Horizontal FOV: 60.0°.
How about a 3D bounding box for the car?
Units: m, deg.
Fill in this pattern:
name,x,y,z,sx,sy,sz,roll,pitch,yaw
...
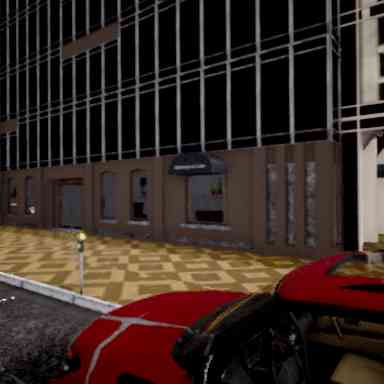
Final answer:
name,x,y,z,sx,sy,sz,roll,pitch,yaw
car,1.265,1.315,1.977,5.009,1.841,2.192,0,0,36
